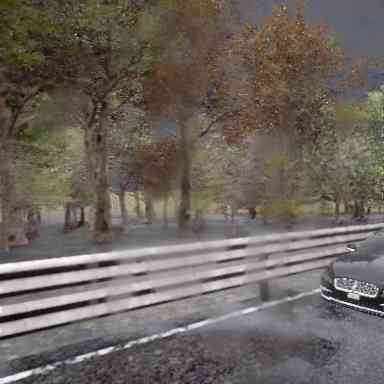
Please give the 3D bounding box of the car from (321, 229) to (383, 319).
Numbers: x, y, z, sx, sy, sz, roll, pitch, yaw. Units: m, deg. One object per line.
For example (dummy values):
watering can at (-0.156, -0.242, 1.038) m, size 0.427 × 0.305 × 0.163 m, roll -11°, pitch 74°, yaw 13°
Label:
car at (4.715, 1.522, 7.050) m, size 4.892 × 1.490 × 1.837 m, roll 0°, pitch 0°, yaw -35°
